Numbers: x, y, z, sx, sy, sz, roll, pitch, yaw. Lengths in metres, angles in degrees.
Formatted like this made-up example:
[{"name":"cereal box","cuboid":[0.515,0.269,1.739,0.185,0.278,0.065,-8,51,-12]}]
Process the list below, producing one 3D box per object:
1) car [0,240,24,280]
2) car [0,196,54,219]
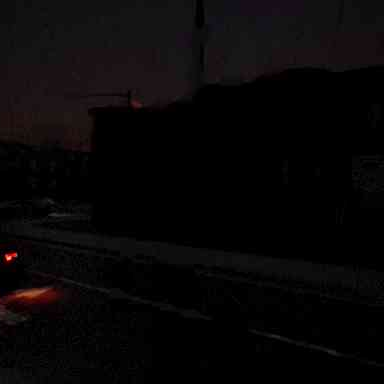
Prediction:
[{"name":"car","cuboid":[-6.362,1.479,8.486,5.357,1.411,2.033,0,0,37]},{"name":"car","cuboid":[-13.911,1.343,27.202,1.812,1.442,4.674,0,0,36]}]
